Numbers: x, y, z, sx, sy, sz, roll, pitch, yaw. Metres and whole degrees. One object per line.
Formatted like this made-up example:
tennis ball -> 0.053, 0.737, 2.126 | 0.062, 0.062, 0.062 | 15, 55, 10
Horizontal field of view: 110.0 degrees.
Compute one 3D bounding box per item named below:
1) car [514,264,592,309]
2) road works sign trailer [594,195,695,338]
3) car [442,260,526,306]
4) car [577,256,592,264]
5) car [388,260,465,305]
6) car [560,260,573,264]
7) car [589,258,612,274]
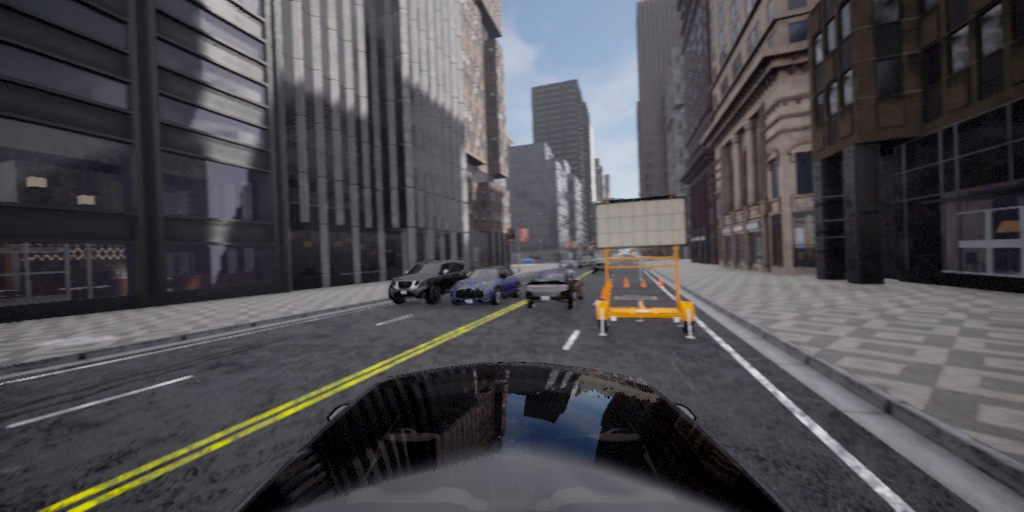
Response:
car -> 1.947, 1.304, 15.314 | 2.128, 1.511, 4.902 | -2, -1, 18
road works sign trailer -> 3.661, 0.171, 10.038 | 2.380, 3.560, 2.880 | 0, 0, 18
car -> -1.130, 1.285, 17.018 | 2.097, 1.767, 4.553 | -2, -1, 18
car -> 11.828, 1.022, 57.333 | 2.150, 2.045, 5.566 | -2, 0, 18
car -> -4.020, 1.268, 18.665 | 2.150, 2.045, 5.566 | -2, -1, 18
car -> 8.891, 1.406, 58.774 | 2.128, 1.511, 4.902 | -2, 0, 18
car -> 10.581, 1.236, 42.265 | 1.837, 1.490, 4.892 | -2, 0, 18
